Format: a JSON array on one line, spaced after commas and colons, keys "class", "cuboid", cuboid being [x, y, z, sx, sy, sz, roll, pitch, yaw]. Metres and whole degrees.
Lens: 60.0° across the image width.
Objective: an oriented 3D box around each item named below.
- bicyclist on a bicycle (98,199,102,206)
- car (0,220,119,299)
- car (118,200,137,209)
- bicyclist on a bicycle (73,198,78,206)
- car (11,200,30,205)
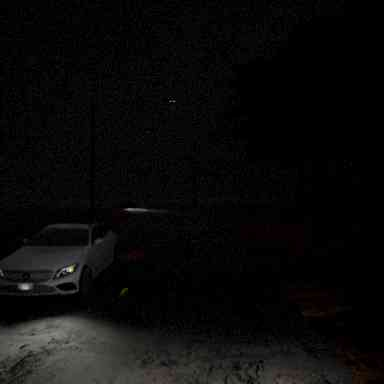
[{"class": "bicyclist on a bicycle", "cuboid": [-19.572, 2.229, 70.528, 1.656, 1.620, 0.582, -2, -4, 43]}, {"class": "car", "cuboid": [-3.118, 1.501, 8.540, 1.812, 1.442, 4.674, 0, 0, 0]}, {"class": "car", "cuboid": [-9.772, 1.834, 50.503, 1.895, 1.301, 4.718, 2, -2, -26]}, {"class": "bicyclist on a bicycle", "cuboid": [-26.710, 2.304, 76.442, 1.843, 1.776, 0.659, -1, -3, 36]}, {"class": "car", "cuboid": [-43.501, 2.627, 84.344, 4.718, 1.301, 1.895, 0, -3, 19]}]
